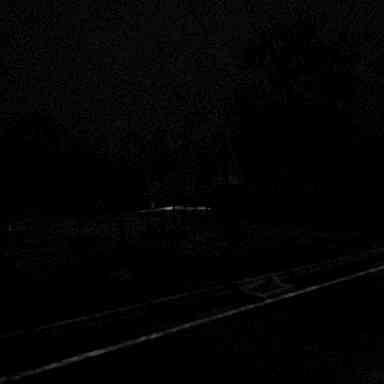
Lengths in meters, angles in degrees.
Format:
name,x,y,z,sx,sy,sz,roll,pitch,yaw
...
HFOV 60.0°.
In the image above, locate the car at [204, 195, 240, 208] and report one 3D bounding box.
name,x,y,z,sx,sy,sz,roll,pitch,yaw
car,3.413,1.071,37.959,4.181,1.385,1.994,-1,1,-27
